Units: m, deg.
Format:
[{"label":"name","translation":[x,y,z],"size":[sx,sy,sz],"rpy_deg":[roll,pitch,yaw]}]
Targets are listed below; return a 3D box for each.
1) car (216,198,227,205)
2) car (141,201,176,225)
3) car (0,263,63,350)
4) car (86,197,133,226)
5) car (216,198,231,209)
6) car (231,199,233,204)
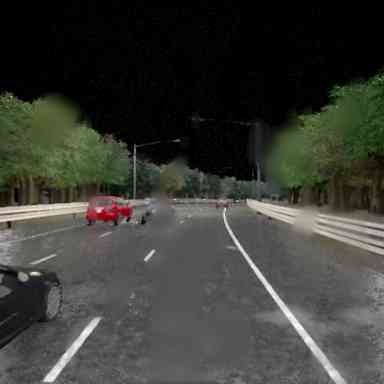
[{"label":"car","translation":[6.326,1.933,70.730],"size":[1.994,1.385,4.181],"rpy_deg":[0,-1,11]},{"label":"car","translation":[-2.483,1.507,25.749],"size":[2.097,1.767,4.553],"rpy_deg":[0,0,4]},{"label":"car","translation":[-3.335,1.546,4.286],"size":[1.812,1.442,4.674],"rpy_deg":[0,0,1]},{"label":"car","translation":[-6.058,1.370,24.901],"size":[2.150,2.045,5.566],"rpy_deg":[0,0,4]},{"label":"car","translation":[4.804,1.885,52.544],"size":[1.812,1.442,4.674],"rpy_deg":[0,0,8]},{"label":"car","translation":[9.270,2.311,85.230],"size":[1.994,1.385,4.181],"rpy_deg":[0,-2,13]}]
